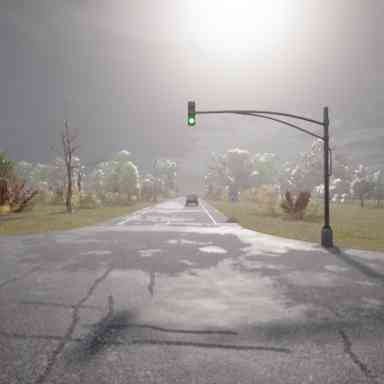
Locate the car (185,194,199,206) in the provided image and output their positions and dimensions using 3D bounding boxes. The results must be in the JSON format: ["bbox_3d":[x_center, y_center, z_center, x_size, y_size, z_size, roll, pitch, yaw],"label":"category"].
[{"bbox_3d":[0.013,1.377,59.192,2.150,2.045,5.566,0,0,0],"label":"car"}]

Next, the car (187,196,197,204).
[{"bbox_3d":[0.014,1.671,69.580,1.882,1.535,5.008,0,0,0],"label":"car"}]
